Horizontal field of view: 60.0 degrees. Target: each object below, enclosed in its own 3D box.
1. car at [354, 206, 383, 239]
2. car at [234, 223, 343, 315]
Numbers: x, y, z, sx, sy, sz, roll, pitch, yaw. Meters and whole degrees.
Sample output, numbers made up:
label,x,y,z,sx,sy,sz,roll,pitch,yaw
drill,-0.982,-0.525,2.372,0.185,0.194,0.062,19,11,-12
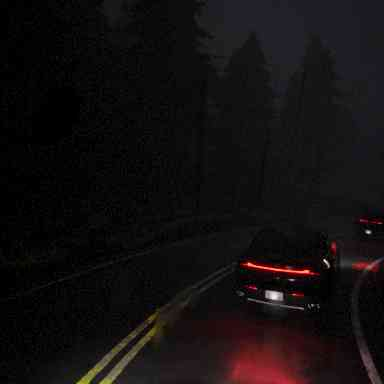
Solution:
label,x,y,z,sx,sy,sz,roll,pitch,yaw
car,9.475,1.407,15.343,4.892,1.490,1.837,-1,5,-33
car,2.425,1.502,7.848,1.837,1.490,4.892,2,1,25
